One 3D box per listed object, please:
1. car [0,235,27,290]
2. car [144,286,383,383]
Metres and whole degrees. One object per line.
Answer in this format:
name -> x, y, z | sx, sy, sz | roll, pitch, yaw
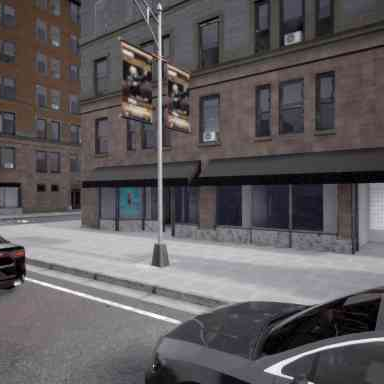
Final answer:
car -> -5.930, 1.478, 7.890 | 5.008, 1.535, 1.882 | 0, 0, 35
car -> 1.805, 1.505, 2.400 | 4.892, 1.490, 1.837 | 0, 0, 35
